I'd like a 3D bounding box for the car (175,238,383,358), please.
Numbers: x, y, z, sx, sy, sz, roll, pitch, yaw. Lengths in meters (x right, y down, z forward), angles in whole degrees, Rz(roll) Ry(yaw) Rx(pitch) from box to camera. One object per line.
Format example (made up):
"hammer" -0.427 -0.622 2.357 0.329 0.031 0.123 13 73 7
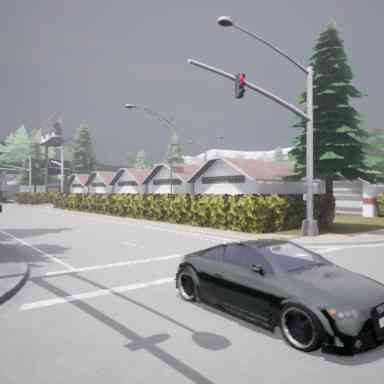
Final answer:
"car" 1.489 1.620 6.271 1.994 1.385 4.181 0 1 -38
